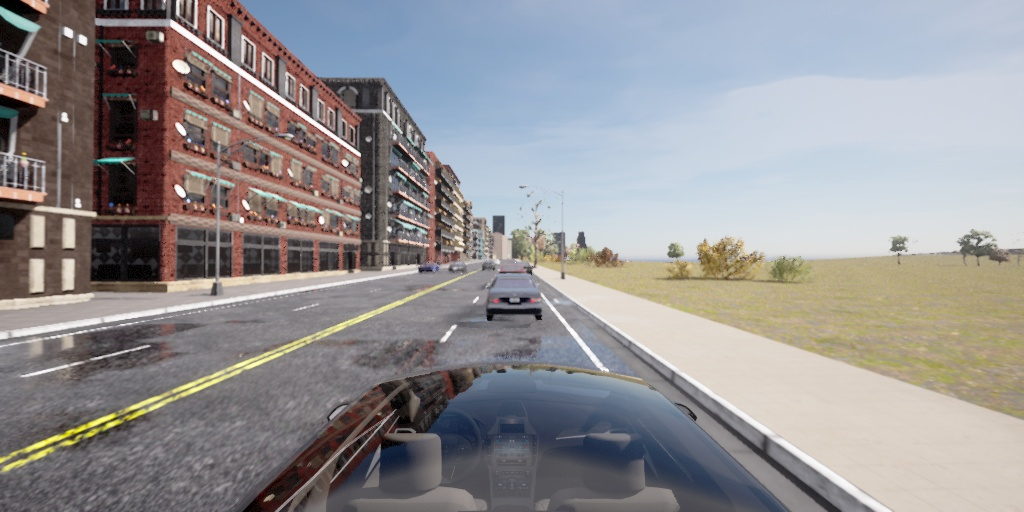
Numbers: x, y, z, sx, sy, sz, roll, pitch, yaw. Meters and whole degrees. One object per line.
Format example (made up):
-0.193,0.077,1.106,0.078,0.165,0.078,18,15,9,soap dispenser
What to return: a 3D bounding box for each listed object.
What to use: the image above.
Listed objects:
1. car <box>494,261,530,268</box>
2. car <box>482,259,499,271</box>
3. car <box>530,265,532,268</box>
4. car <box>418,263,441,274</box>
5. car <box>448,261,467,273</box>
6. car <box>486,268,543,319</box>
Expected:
0.026,1.291,24.225,1.882,1.535,5.008,0,0,0,car
-3.415,1.381,53.273,2.128,1.511,4.902,0,0,0,car
1.023,1.321,35.452,1.882,1.535,5.008,0,0,0,car
-9.982,1.466,43.416,1.895,1.301,4.718,0,0,0,car
-6.730,1.360,44.779,2.128,1.511,4.902,0,0,0,car
0.066,1.329,12.883,2.033,1.411,5.357,0,0,0,car
